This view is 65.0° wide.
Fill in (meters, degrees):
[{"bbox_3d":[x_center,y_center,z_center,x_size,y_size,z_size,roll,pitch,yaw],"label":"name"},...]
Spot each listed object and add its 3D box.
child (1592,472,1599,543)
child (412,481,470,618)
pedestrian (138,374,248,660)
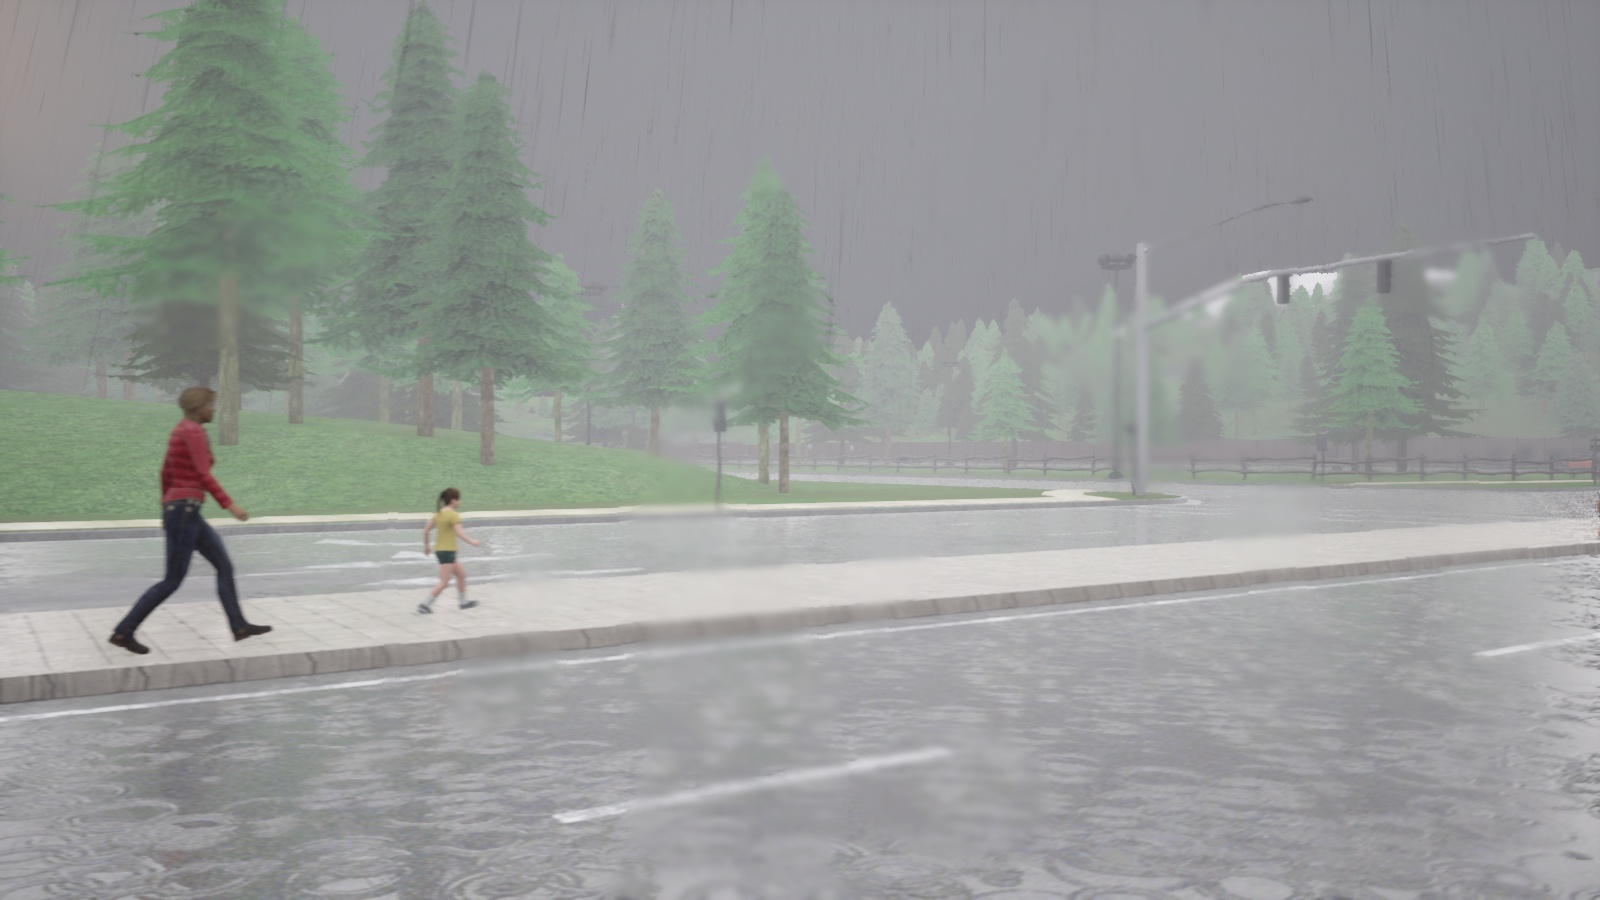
[{"bbox_3d":[12.715,0.898,19.766,0.394,1.110,0.255,0,0,-30],"label":"child"},{"bbox_3d":[-2.997,0.815,10.490,0.394,1.110,0.255,0,0,-39],"label":"child"},{"bbox_3d":[-4.071,0.433,8.426,0.636,1.846,0.331,0,0,-30],"label":"pedestrian"}]
